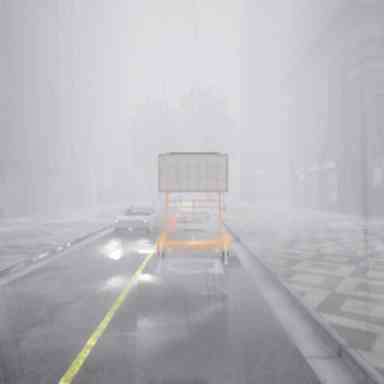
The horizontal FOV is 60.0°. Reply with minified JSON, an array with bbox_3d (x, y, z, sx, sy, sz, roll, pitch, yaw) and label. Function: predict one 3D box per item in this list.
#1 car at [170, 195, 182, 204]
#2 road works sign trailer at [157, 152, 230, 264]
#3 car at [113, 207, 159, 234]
[{"bbox_3d":[-2.811,1.316,59.130,2.033,1.411,5.357,0,0,1],"label":"car"},{"bbox_3d":[0.049,0.410,11.538,2.380,3.560,2.880,0,0,0],"label":"road works sign trailer"},{"bbox_3d":[-3.025,1.517,18.597,1.895,1.301,4.718,0,0,0],"label":"car"}]
